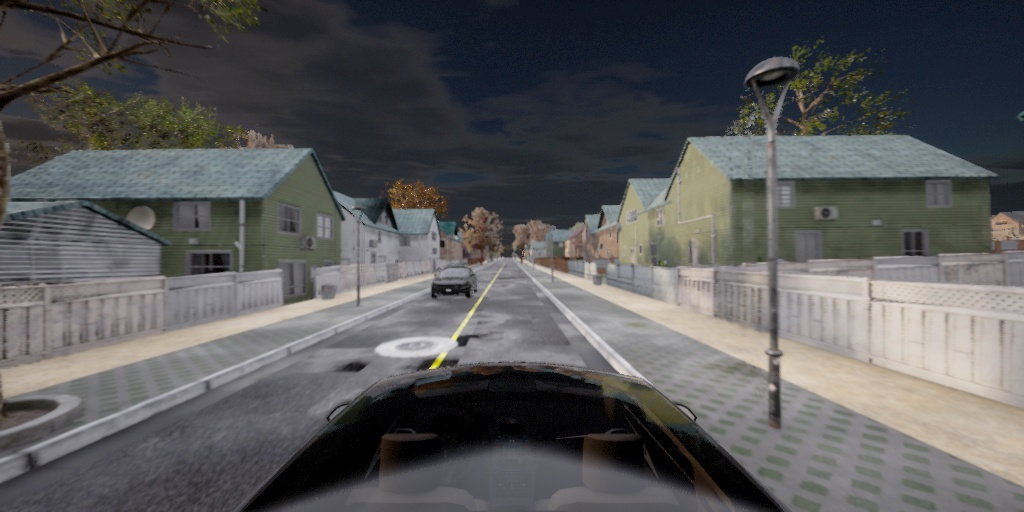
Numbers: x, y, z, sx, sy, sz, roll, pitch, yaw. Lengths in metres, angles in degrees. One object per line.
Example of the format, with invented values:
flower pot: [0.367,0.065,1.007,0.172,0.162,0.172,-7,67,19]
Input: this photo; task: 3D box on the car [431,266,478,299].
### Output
car: [-2.855,1.266,18.528,1.882,1.535,5.008,-1,0,0]
